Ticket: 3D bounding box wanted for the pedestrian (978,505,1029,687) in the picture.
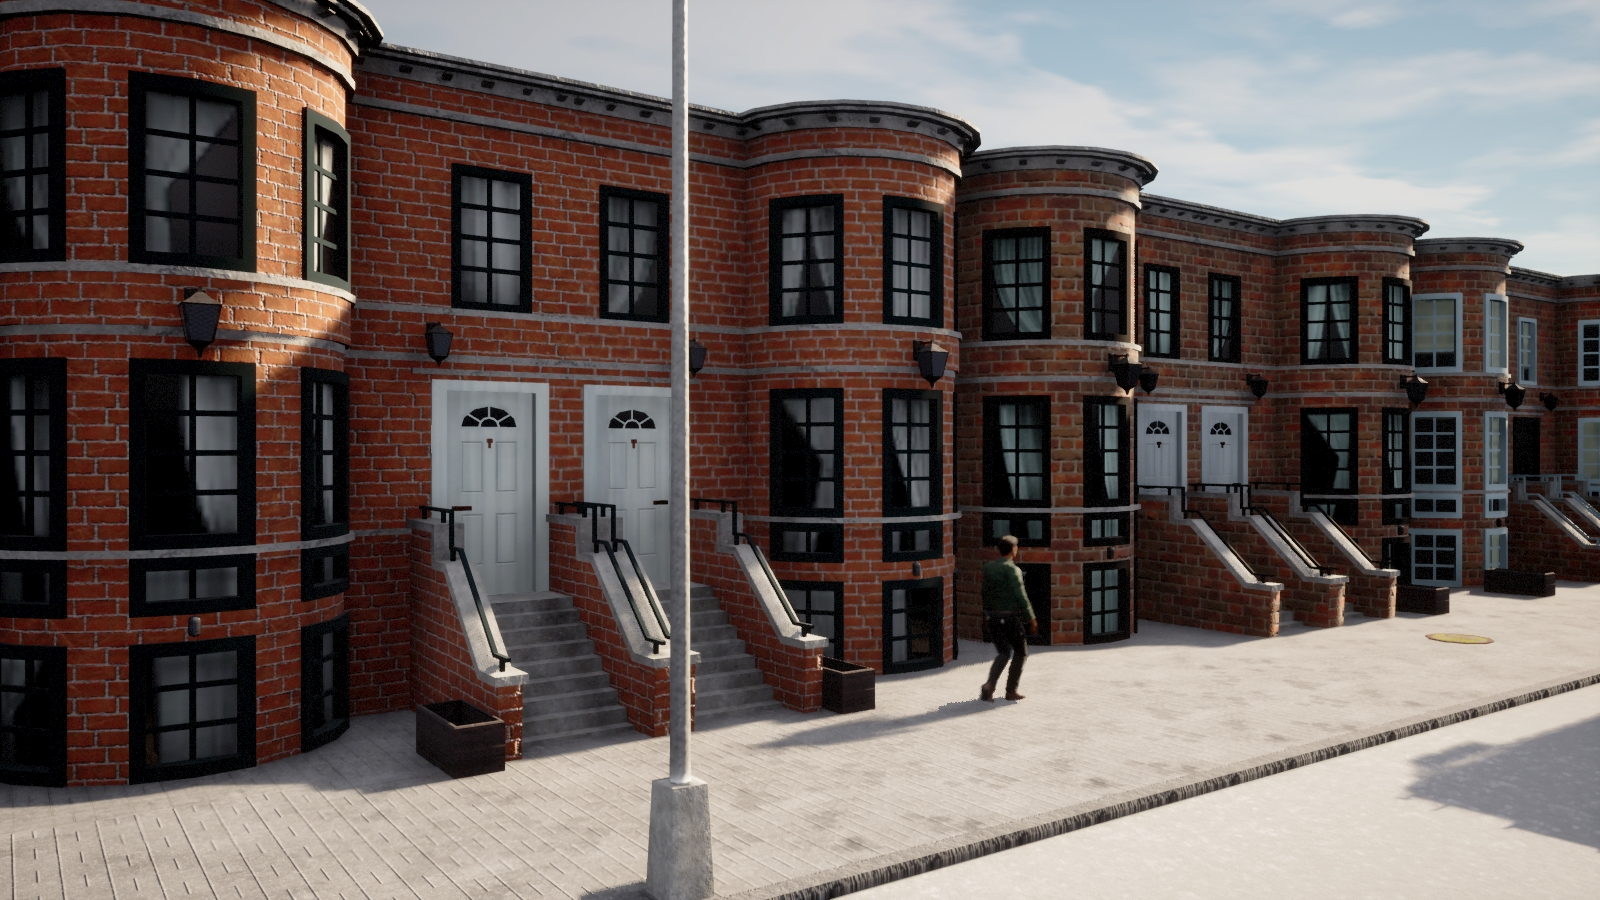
[{"bbox_3d":[2.149,1.521,12.081,0.375,1.860,0.375,0,0,-38],"label":"pedestrian"}]
